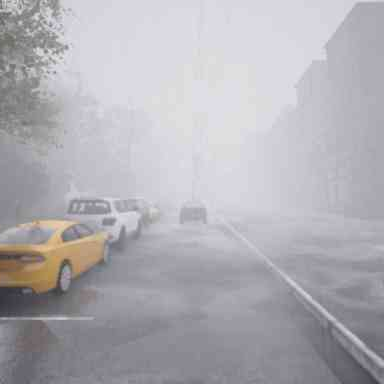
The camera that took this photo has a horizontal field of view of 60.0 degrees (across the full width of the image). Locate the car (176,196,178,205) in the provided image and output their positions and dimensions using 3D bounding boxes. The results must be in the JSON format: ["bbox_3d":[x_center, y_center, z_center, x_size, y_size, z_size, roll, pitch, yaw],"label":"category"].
[{"bbox_3d":[-3.645,1.543,47.786,2.002,1.452,4.674,0,0,2],"label":"car"}]

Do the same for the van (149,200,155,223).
[{"bbox_3d":[-3.646,1.255,20.053,1.878,1.987,4.442,0,0,2],"label":"van"}]

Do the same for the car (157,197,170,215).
[{"bbox_3d":[-3.648,1.486,31.071,2.097,1.535,5.008,0,0,2],"label":"car"}]

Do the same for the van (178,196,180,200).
[{"bbox_3d":[-3.639,1.289,59.047,1.878,1.987,4.442,0,0,2],"label":"van"}]

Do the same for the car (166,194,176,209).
[{"bbox_3d":[-3.647,1.371,42.187,2.185,1.767,4.553,0,0,2],"label":"car"}]

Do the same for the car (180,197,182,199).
[{"bbox_3d":[-3.644,1.394,64.469,2.185,1.767,4.553,0,0,2],"label":"car"}]

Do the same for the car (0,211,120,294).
[{"bbox_3d":[-3.652,1.480,8.791,2.097,1.535,5.008,0,0,2],"label":"car"}]

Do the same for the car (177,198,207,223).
[{"bbox_3d":[0.104,1.480,25.217,1.882,1.535,5.008,0,0,0],"label":"car"}]

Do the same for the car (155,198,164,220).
[{"bbox_3d":[-3.641,1.480,25.692,1.946,1.575,5.366,0,0,2],"label":"car"}]

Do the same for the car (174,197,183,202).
[{"bbox_3d":[-3.621,2.115,92.309,2.097,1.535,5.008,1,-2,2],"label":"car"}]

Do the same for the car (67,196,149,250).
[{"bbox_3d":[-3.650,1.229,14.395,2.435,2.045,5.566,0,0,2],"label":"car"}]

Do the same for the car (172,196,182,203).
[{"bbox_3d":[-3.621,1.833,81.204,2.163,1.488,4.792,1,-2,2],"label":"car"}]
